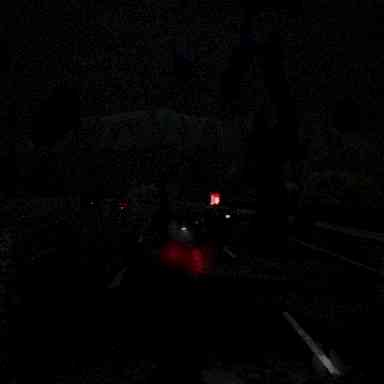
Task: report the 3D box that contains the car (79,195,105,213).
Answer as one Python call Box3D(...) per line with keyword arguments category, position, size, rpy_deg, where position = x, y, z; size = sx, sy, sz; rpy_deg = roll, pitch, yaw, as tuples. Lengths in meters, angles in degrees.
Box3D(category="car", position=(-12.012, 1.390, 40.181), size=(2.150, 2.045, 5.566), rpy_deg=(0, 0, -15))

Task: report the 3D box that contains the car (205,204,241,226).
Box3D(category="car", position=(2.017, 1.531, 23.184), size=(1.994, 1.385, 4.181), rpy_deg=(-1, 0, -8))

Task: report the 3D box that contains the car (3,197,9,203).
Box3D(category="car", position=(-41.374, 1.888, 73.017), size=(1.882, 1.535, 5.008), rpy_deg=(-1, 0, -30))

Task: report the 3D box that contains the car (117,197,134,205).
Box3D(category="car", position=(-12.736, 1.668, 63.246), size=(2.128, 1.511, 4.902), rpy_deg=(-1, 0, -23))

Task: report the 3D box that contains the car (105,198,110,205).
Box3D(category="car", position=(-16.371, 1.794, 62.775), size=(1.994, 1.385, 4.181), rpy_deg=(-1, 0, -24))

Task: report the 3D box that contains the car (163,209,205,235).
Box3D(category="car", position=(-0.700, 1.608, 19.053), size=(1.895, 1.301, 4.718), rpy_deg=(-1, 0, -8))

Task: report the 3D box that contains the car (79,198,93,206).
Box3D(category="car", position=(-19.814, 1.806, 62.017), size=(1.812, 1.442, 4.674), rpy_deg=(-1, 0, -24))

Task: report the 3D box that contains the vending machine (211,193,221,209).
Box3D(category="vending machine", position=(3.078, 1.144, 43.136), size=(1.100, 2.100, 0.880), rpy_deg=(-1, 0, -15))

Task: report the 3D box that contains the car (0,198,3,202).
Box3D(category="car", position=(-21.451, 1.531, 33.508), size=(2.150, 2.045, 5.566), rpy_deg=(-1, 0, -13))

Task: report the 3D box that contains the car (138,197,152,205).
Box3D(category="car", position=(-9.053, 1.615, 63.617), size=(2.128, 1.511, 4.902), rpy_deg=(-1, 0, -23))

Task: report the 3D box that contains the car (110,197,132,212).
Box3D(category="car", position=(-8.883, 1.628, 41.489), size=(1.837, 1.490, 4.892), rpy_deg=(0, 0, -15))

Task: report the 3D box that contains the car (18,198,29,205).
Box3D(category="car", position=(-35.804, 1.951, 70.446), size=(1.882, 1.535, 5.008), rpy_deg=(-1, 0, -28))
